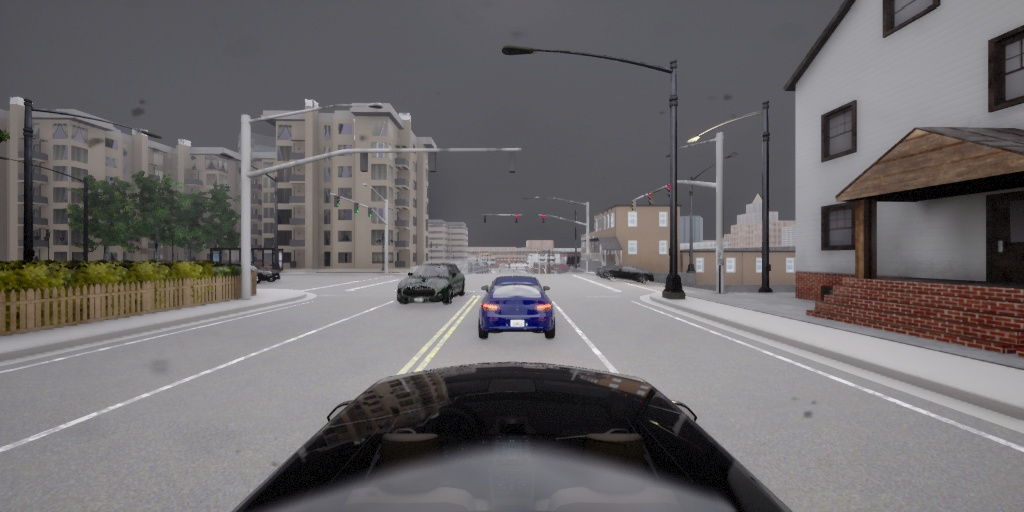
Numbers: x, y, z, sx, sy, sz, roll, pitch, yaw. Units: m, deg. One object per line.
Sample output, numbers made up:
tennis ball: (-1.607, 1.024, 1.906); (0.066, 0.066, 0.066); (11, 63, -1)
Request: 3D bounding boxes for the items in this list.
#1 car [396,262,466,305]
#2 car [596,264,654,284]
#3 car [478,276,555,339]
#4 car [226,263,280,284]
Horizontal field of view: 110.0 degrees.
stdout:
car: (-3.457, 1.103, 16.049); (2.097, 1.767, 4.553); (0, 0, 4)
car: (9.381, 1.425, 29.850); (4.674, 1.442, 1.812); (7, 0, 3)
car: (0.110, 1.276, 9.991); (1.812, 1.442, 4.674); (0, 0, 0)
car: (-19.815, 1.255, 26.487); (4.892, 1.490, 1.837); (0, 0, 1)
